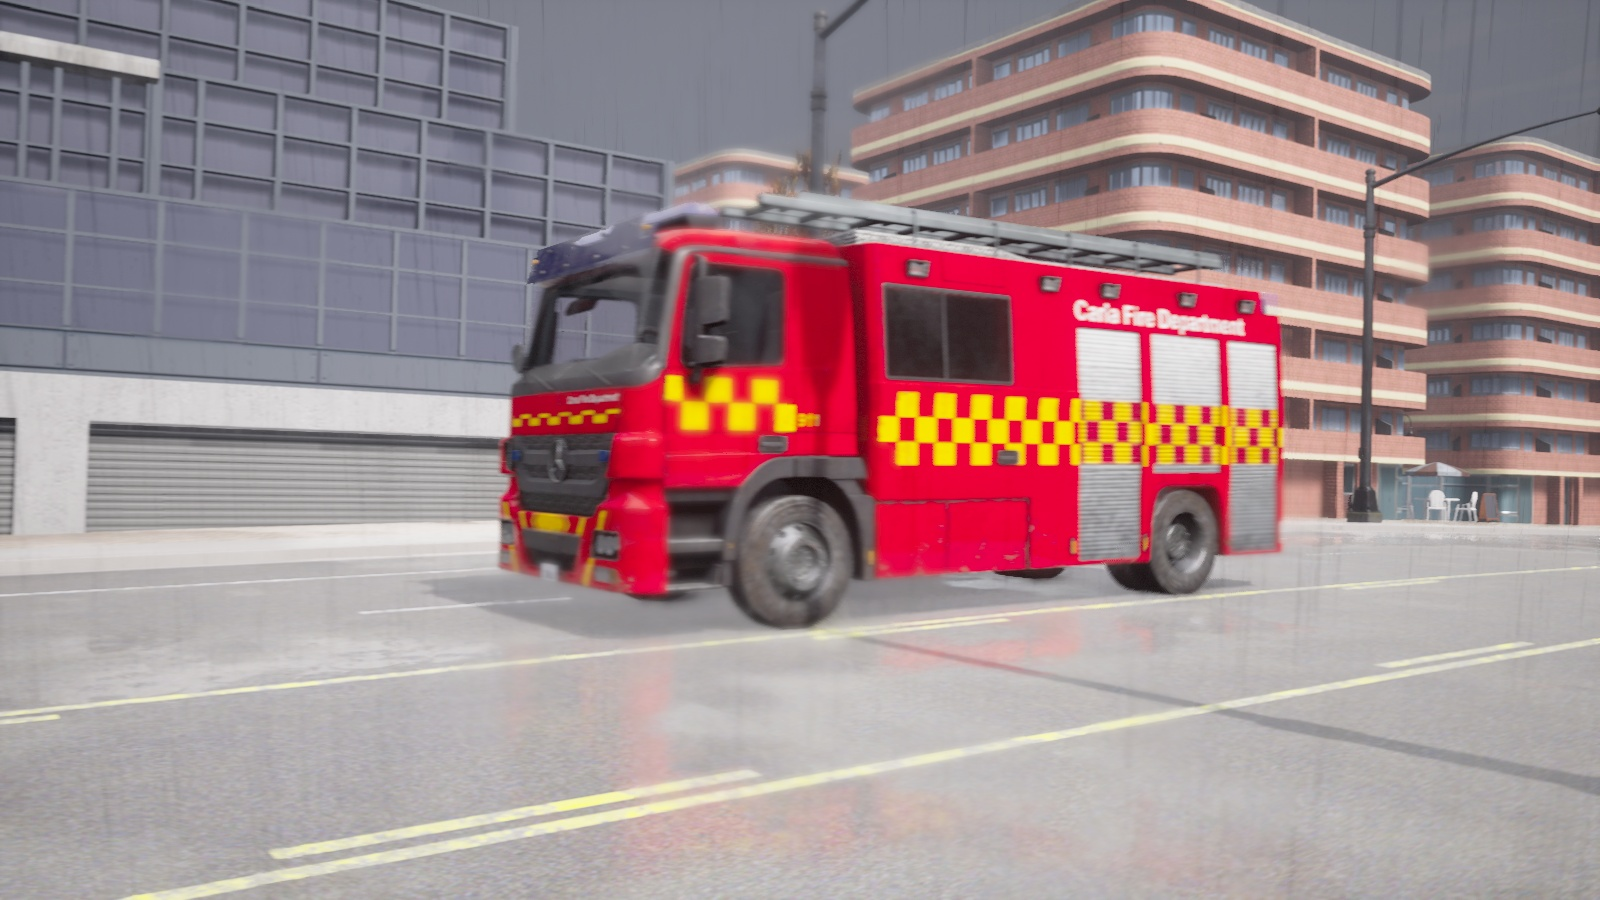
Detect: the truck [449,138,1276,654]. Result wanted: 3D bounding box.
[{"bbox_3d":[1.046,-0.383,12.908,8.468,3.827,2.891,0,0,-35],"label":"truck"}]
